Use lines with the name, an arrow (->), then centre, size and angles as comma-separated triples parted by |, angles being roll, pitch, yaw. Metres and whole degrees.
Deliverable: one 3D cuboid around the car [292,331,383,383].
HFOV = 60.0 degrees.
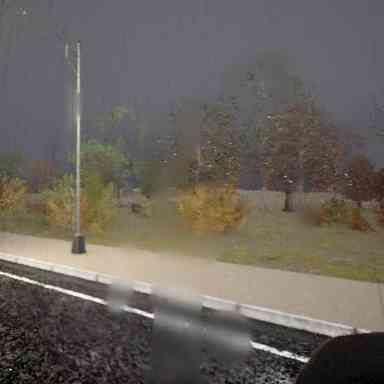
car -> 2.616, 1.559, 1.813 | 4.181, 1.385, 1.994 | 0, 0, 36
